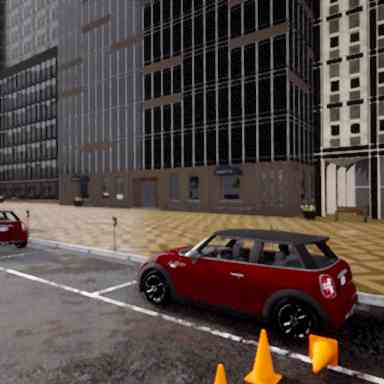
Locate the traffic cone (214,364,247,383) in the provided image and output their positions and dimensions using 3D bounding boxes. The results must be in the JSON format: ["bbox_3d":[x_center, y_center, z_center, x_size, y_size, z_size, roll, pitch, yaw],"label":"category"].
[{"bbox_3d":[0.270,1.944,3.171,0.340,0.580,0.340,1,0,36],"label":"traffic cone"}]

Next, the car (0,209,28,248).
[{"bbox_3d":[-8.214,1.332,12.940,4.097,1.590,1.967,1,-1,36],"label":"car"}]

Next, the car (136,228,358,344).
[{"bbox_3d":[0.830,1.417,6.436,4.097,1.590,1.967,1,-1,36],"label":"car"}]

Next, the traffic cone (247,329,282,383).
[{"bbox_3d":[0.854,1.944,3.983,0.340,0.580,0.340,1,0,36],"label":"traffic cone"}]
